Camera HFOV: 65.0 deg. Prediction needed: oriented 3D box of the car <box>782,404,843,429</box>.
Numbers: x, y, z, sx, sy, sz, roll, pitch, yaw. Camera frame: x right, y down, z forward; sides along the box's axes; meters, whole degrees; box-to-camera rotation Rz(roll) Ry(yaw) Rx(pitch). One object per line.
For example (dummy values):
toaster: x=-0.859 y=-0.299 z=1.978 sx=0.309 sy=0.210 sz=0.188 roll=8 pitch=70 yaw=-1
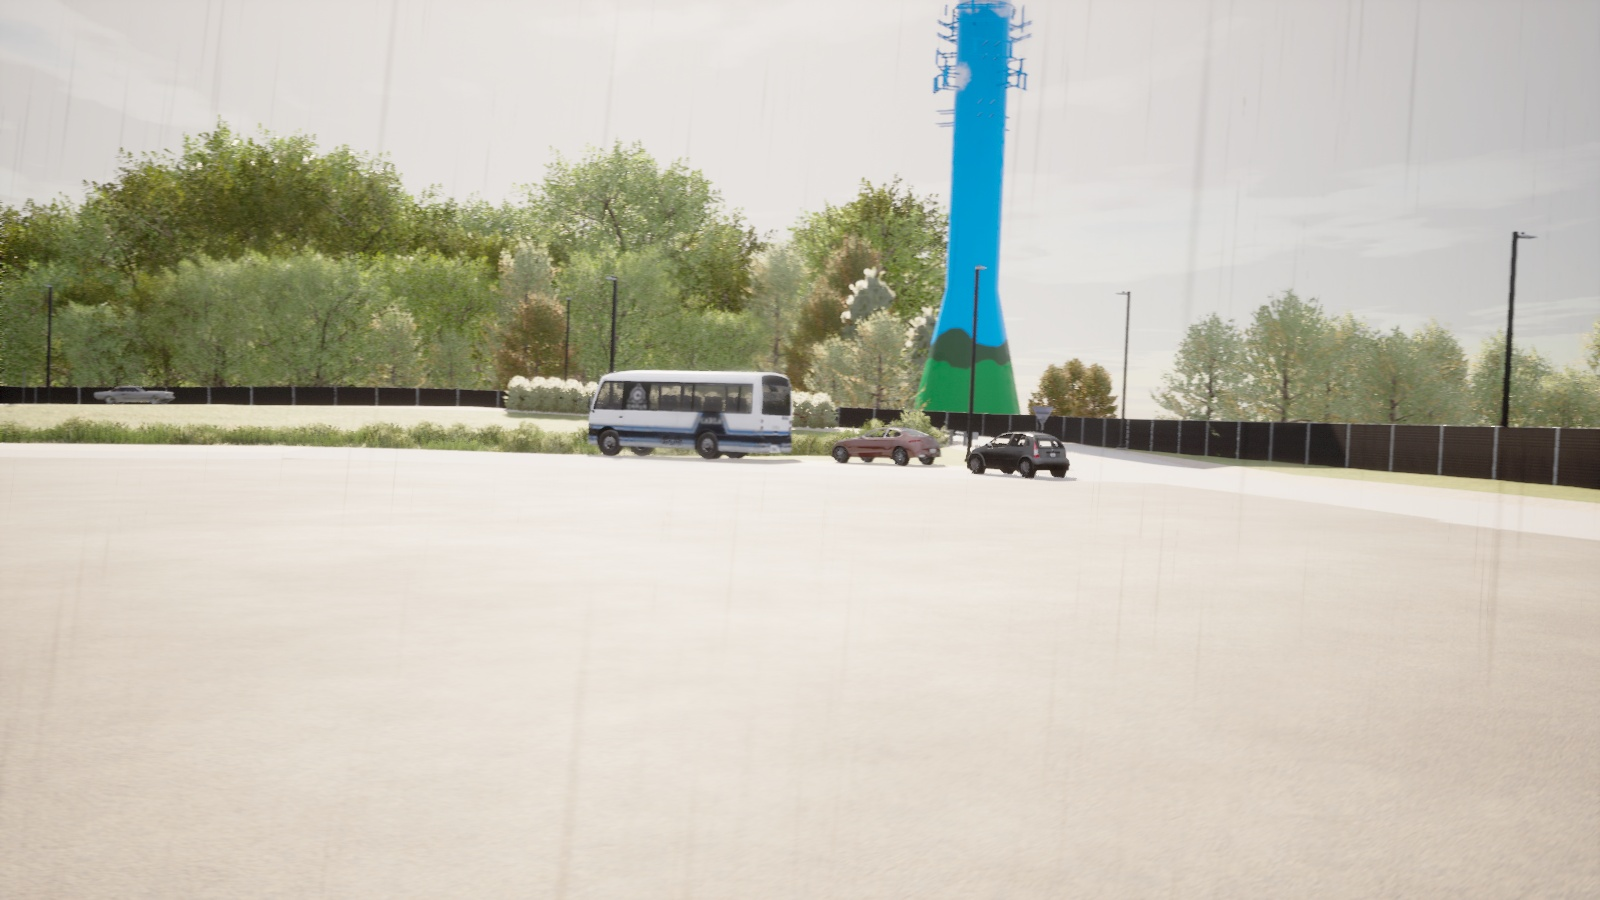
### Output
car: x=0.858 y=-2.330 z=86.816 sx=3.705 sy=1.549 sz=1.789 roll=4 pitch=2 yaw=27

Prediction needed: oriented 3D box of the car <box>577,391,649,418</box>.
car: x=-13.561 y=-3.309 z=91.306 sx=4.856 sy=1.649 sz=2.033 roll=3 pitch=1 yaw=-2

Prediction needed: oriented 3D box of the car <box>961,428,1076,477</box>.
car: x=7.851 y=0.064 z=45.440 sx=1.851 sy=1.617 sz=3.988 roll=0 pitch=2 yaw=-32

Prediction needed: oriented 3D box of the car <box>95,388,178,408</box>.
car: x=-45.709 y=-3.593 z=86.615 sx=4.718 sy=1.301 sz=1.895 roll=-1 pitch=2 yaw=-12

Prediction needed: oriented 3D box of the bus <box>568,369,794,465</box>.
bus: x=-5.823 y=-1.671 z=60.783 sx=10.273 sy=4.253 sz=3.944 roll=3 pitch=2 yaw=28

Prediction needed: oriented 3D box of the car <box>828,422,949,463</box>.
car: x=3.842 y=-0.359 z=55.078 sx=5.027 sy=1.651 sz=2.152 roll=2 pitch=2 yaw=42
